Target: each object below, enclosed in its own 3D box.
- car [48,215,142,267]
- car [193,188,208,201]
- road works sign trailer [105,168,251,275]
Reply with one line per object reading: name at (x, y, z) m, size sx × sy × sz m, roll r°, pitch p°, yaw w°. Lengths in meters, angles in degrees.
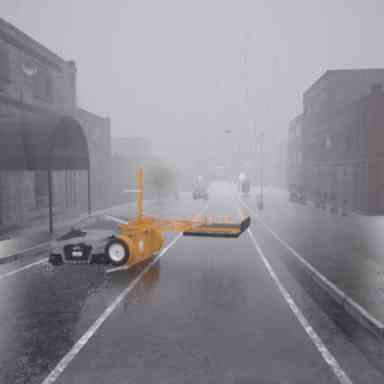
car at (-2.950, 1.486, 11.041) m, size 1.994 × 1.385 × 4.181 m, roll 0°, pitch 1°, yaw 5°
car at (1.401, 0.321, 53.192) m, size 2.150 × 2.045 × 5.566 m, roll 0°, pitch 1°, yaw 6°
road works sign trailer at (-0.271, 0.763, 9.282) m, size 3.560 × 2.880 × 2.380 m, roll 0°, pitch 0°, yaw 16°
